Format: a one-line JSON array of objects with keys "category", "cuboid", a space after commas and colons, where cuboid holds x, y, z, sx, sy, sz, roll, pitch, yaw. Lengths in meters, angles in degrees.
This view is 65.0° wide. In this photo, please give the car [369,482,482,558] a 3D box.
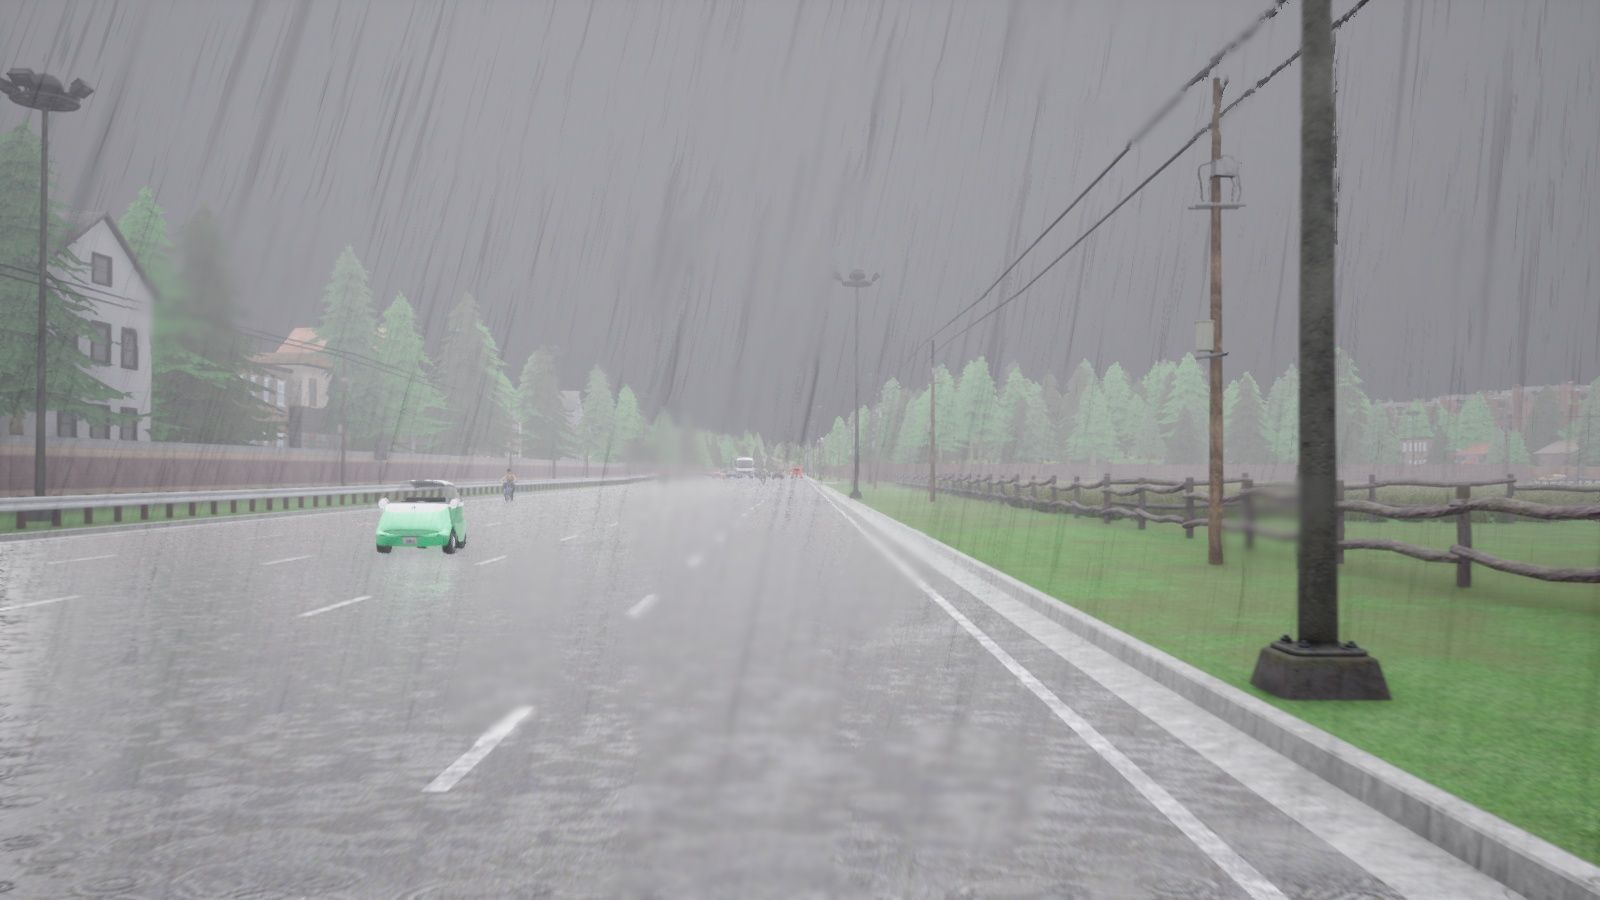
[{"category": "car", "cuboid": [-7.057, 1.297, 23.850, 1.481, 1.376, 2.207, 0, -1, 0]}]
